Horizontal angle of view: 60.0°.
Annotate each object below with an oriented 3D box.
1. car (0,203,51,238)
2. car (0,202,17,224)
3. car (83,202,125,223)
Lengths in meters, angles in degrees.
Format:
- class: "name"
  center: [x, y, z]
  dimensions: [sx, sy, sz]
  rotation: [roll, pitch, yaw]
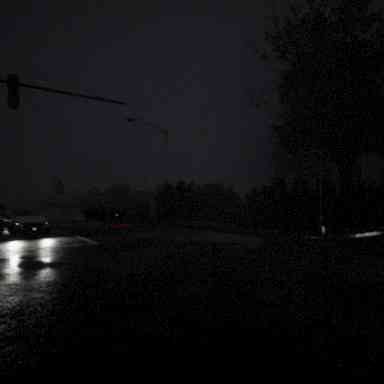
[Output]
- class: "car"
  center: [-9.234, 1.556, 18.246]
  dimensions: [1.812, 1.442, 4.674]
  rotation: [1, 0, -39]
- class: "car"
  center: [-15.189, 1.572, 25.672]
  dimensions: [2.033, 1.411, 5.357]
  rotation: [1, 0, -39]
- class: "car"
  center: [-7.244, 1.579, 27.115]
  dimensions: [1.882, 1.535, 5.008]
  rotation: [1, 0, -39]
